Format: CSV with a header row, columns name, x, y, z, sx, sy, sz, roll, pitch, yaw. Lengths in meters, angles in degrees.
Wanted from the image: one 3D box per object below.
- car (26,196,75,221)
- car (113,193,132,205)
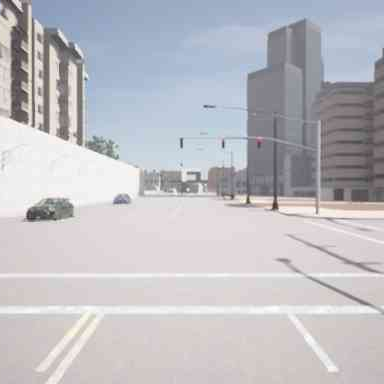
name,x,y,z,sx,sy,sz,roll,pitch,yaw
car,-10.475,1.158,24.886,2.097,1.767,4.553,0,0,0
car,-10.455,0.969,49.901,2.097,1.767,4.553,0,0,0
